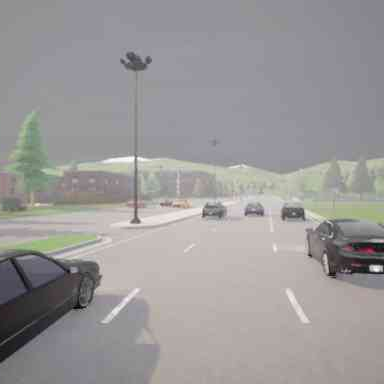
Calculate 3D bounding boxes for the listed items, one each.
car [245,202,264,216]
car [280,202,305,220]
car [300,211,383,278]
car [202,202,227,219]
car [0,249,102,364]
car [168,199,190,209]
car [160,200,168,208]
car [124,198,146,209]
[{"bbox_3d":[6.755,1.793,35.938,1.994,1.385,4.181,0,0,13],"label":"car"},{"bbox_3d":[8.948,1.668,29.803,1.882,1.535,5.008,0,0,13],"label":"car"},{"bbox_3d":[4.760,1.571,10.242,1.837,1.490,4.892,0,0,10],"label":"car"},{"bbox_3d":[2.176,1.693,31.582,2.128,1.511,4.902,0,0,13],"label":"car"},{"bbox_3d":[-3.103,1.579,4.927,2.033,1.411,5.357,0,0,5],"label":"car"},{"bbox_3d":[-1.696,1.804,51.427,1.882,1.535,5.008,0,0,13],"label":"car"},{"bbox_3d":[-3.999,1.962,56.979,1.895,1.301,4.718,0,0,13],"label":"car"},{"bbox_3d":[-8.779,1.680,51.810,2.097,1.767,4.553,0,0,13],"label":"car"}]
